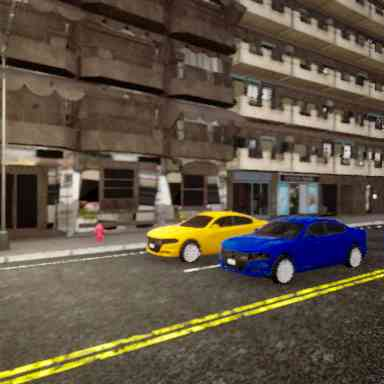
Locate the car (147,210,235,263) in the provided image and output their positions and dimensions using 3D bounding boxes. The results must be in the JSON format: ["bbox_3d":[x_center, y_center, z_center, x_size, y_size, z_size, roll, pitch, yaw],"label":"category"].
[{"bbox_3d":[0.790,1.457,12.029,5.008,1.535,1.882,0,0,-34],"label":"car"}]

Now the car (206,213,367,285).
[{"bbox_3d":[3.043,1.462,9.630,5.008,1.535,1.882,0,0,-34],"label":"car"}]
